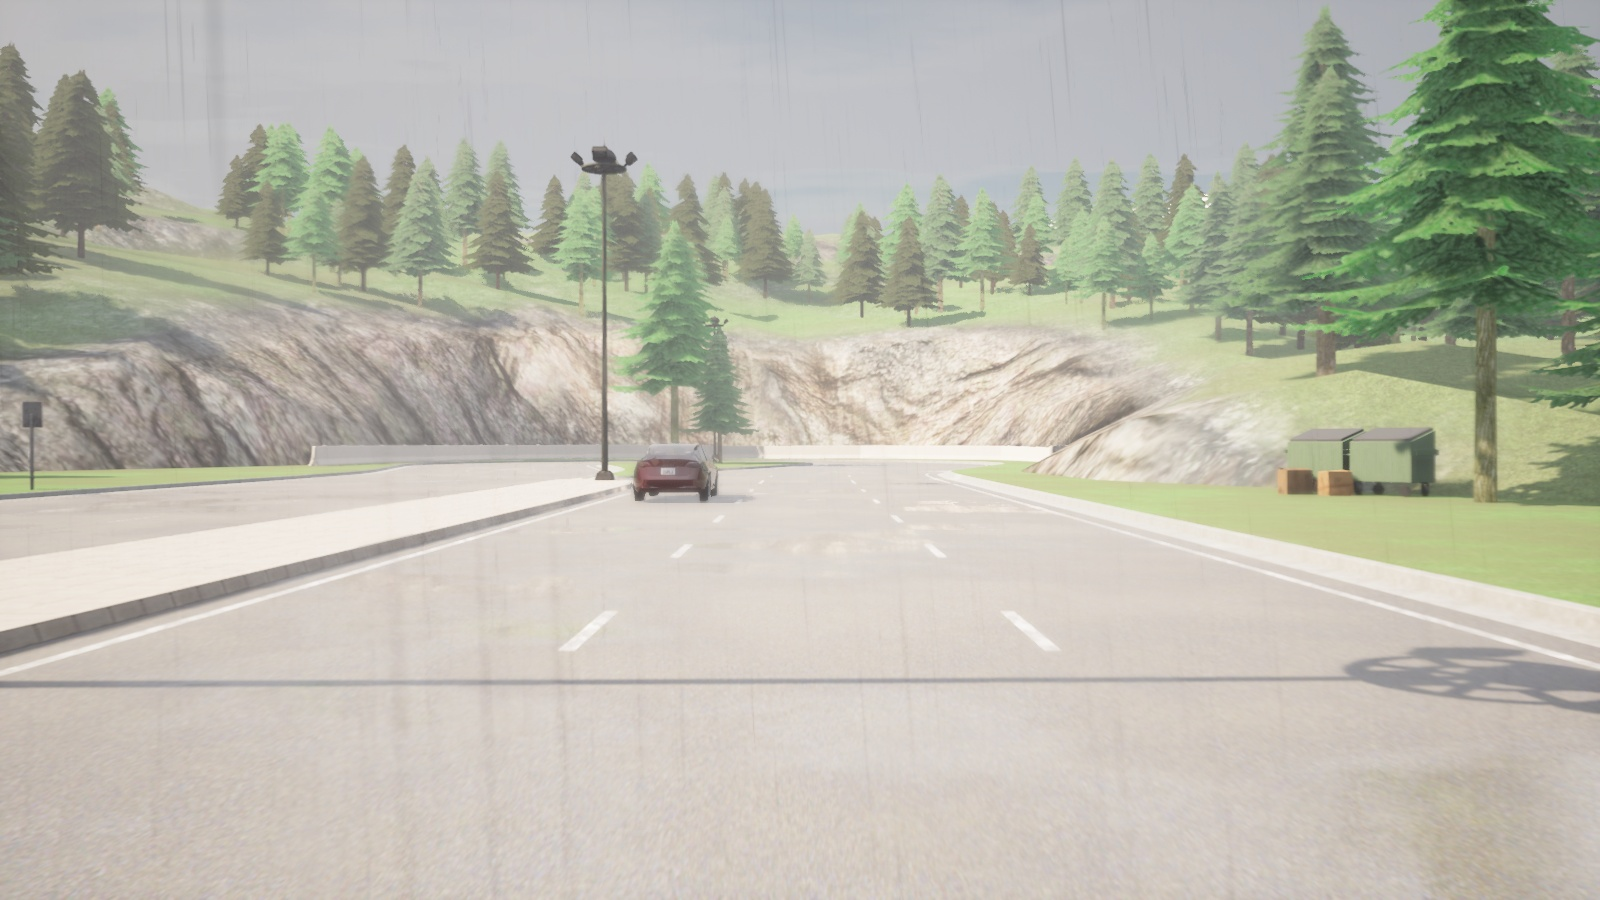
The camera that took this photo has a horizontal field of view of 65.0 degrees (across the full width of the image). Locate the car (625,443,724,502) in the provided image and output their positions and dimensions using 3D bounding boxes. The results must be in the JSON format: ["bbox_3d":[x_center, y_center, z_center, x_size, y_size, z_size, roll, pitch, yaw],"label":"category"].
[{"bbox_3d":[-3.293,0.553,33.789,2.163,1.488,4.792,0,0,0],"label":"car"}]
